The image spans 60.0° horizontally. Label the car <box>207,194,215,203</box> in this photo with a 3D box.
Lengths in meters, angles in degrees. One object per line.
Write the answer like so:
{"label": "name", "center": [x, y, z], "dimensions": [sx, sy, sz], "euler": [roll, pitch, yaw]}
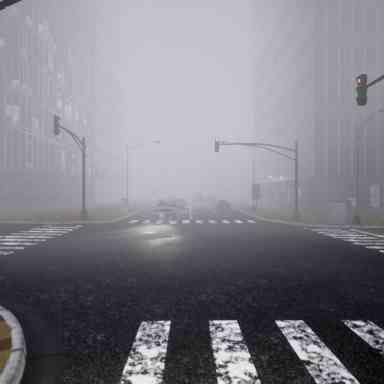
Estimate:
{"label": "car", "center": [3.588, 1.313, 63.923], "dimensions": [2.192, 1.841, 5.009], "euler": [0, 0, 0]}

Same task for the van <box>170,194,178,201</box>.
{"label": "van", "center": [-4.414, 1.321, 80.448], "dimensions": [1.690, 1.788, 3.998], "euler": [0, 0, 0]}

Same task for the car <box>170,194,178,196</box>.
{"label": "car", "center": [-4.292, 1.564, 63.866], "dimensions": [1.947, 1.339, 4.313], "euler": [0, 0, 0]}

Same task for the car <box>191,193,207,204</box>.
{"label": "car", "center": [1.131, 1.220, 62.811], "dimensions": [2.150, 2.045, 5.566], "euler": [0, 0, 0]}

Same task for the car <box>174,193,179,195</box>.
{"label": "car", "center": [-4.373, 1.426, 74.921], "dimensions": [1.967, 1.590, 4.097], "euler": [0, 0, 0]}

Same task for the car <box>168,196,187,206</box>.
{"label": "car", "center": [-1.668, 1.559, 42.284], "dimensions": [2.033, 1.411, 5.357], "euler": [0, 0, 0]}

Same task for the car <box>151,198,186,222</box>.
{"label": "car", "center": [-1.999, 1.511, 26.774], "dimensions": [2.128, 1.511, 4.902], "euler": [0, 0, 5]}

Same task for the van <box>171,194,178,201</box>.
{"label": "van", "center": [-4.454, 1.315, 85.976], "dimensions": [1.690, 1.788, 3.998], "euler": [0, 0, 0]}

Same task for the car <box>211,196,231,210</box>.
{"label": "car", "center": [3.799, 1.579, 41.815], "dimensions": [1.947, 1.339, 4.313], "euler": [0, 0, 0]}

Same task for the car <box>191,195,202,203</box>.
{"label": "car", "center": [0.957, 1.512, 73.157], "dimensions": [2.128, 1.511, 4.902], "euler": [0, 0, 0]}

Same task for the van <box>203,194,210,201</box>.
{"label": "van", "center": [3.466, 1.321, 80.506], "dimensions": [1.690, 1.788, 3.998], "euler": [0, 0, 0]}

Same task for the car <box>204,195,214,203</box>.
{"label": "car", "center": [3.548, 1.432, 69.452], "dimensions": [1.967, 1.590, 4.097], "euler": [0, 0, 0]}
